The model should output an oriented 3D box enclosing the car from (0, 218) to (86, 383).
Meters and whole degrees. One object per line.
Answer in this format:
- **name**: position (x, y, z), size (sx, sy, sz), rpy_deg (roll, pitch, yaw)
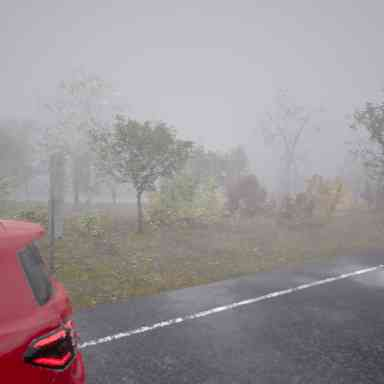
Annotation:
- **car**: position (-3.401, 1.221, 1.565), size (5.566, 2.045, 2.150), rpy_deg (0, 0, -35)
